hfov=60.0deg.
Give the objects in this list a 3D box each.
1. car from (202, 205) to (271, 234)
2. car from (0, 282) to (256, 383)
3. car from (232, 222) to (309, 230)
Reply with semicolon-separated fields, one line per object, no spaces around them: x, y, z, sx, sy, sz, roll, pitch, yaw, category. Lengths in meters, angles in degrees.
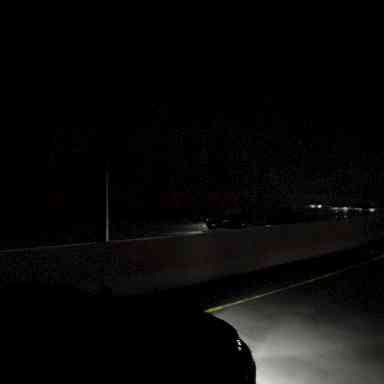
2.845;1.616;20.599;1.812;1.442;4.674;0;0;44;car
-1.390;1.569;2.943;4.181;1.385;1.994;0;0;-36;car
4.475;1.576;17.299;4.902;1.511;2.128;0;0;-45;car
